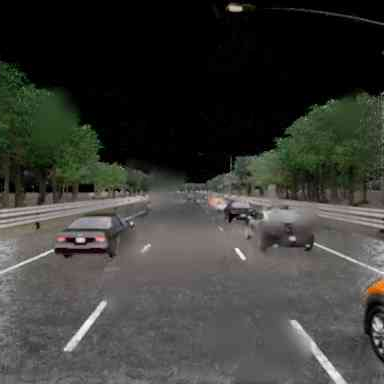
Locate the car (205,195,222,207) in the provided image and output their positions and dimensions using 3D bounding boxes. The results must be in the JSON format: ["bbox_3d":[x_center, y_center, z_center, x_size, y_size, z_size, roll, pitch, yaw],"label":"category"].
[{"bbox_3d":[3.404,1.218,46.929,2.097,1.767,4.553,0,0,0],"label":"car"}]

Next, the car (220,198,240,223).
[{"bbox_3d":[3.450,1.409,24.961,1.882,1.535,5.008,0,0,0],"label":"car"}]

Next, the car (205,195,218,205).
[{"bbox_3d":[3.380,1.311,57.960,1.882,1.535,5.008,0,0,0],"label":"car"}]

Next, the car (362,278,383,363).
[{"bbox_3d":[3.497,1.343,2.931,2.097,1.767,4.553,0,0,0],"label":"car"}]

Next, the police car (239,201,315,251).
[{"bbox_3d":[3.474,1.386,14.070,1.930,1.638,5.238,0,0,0],"label":"police car"}]

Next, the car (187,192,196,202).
[{"bbox_3d":[-0.137,1.290,67.090,1.837,1.490,4.892,0,0,0],"label":"car"}]

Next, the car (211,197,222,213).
[{"bbox_3d":[3.427,1.500,35.991,1.895,1.301,4.718,0,0,0],"label":"car"}]

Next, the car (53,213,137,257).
[{"bbox_3d":[-3.422,1.515,12.695,2.033,1.411,5.357,0,0,0],"label":"car"}]

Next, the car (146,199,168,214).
[{"bbox_3d":[-3.469,1.401,33.472,2.128,1.511,4.902,0,0,0],"label":"car"}]
